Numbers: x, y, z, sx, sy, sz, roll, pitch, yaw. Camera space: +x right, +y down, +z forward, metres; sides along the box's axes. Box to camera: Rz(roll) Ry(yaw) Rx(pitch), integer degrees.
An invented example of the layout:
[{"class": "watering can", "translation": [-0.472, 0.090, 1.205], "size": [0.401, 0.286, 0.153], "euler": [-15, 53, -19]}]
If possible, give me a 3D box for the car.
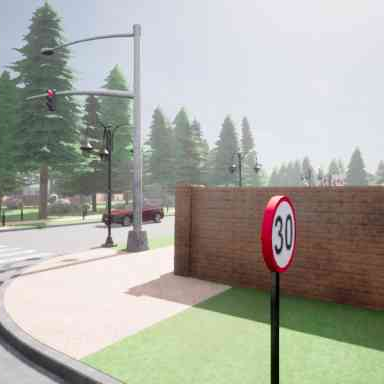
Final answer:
[{"class": "car", "translation": [-4.012, 1.464, 23.168], "size": [1.882, 1.535, 5.008], "euler": [0, 0, 35]}]
